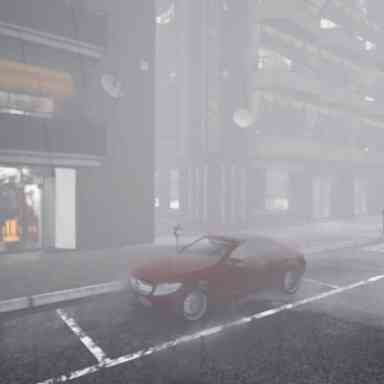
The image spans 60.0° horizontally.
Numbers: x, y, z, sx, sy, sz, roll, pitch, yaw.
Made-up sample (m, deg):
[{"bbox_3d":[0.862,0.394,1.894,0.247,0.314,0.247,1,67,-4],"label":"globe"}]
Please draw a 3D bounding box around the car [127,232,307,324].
[{"bbox_3d":[0.724,1.547,7.059,4.206,1.307,1.802,-1,1,-35],"label":"car"}]
